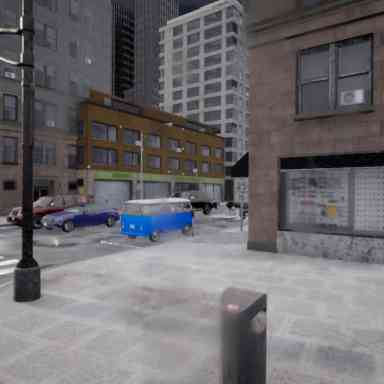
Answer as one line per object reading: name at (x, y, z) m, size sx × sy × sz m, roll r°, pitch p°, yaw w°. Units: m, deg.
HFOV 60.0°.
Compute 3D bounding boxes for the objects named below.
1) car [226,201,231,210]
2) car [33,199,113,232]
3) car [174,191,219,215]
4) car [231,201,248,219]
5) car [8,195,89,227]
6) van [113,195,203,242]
car at (5.458, 1.175, 35.369) m, size 1.895 × 1.301 × 4.718 m, roll 1°, pitch 1°, yaw 36°
car at (-6.177, 1.348, 18.926) m, size 1.812 × 1.442 × 4.674 m, roll 0°, pitch 1°, yaw 35°
car at (-0.405, 0.922, 27.082) m, size 2.150 × 2.045 × 5.566 m, roll 0°, pitch 1°, yaw 35°
car at (5.036, 1.279, 24.614) m, size 2.008 × 1.369 × 4.403 m, roll 1°, pitch 1°, yaw 35°
car at (-8.399, 1.120, 20.372) m, size 2.192 × 1.841 × 5.009 m, roll 1°, pitch 1°, yaw 35°
van at (-1.439, 1.207, 15.451) m, size 1.690 × 1.788 × 3.998 m, roll 1°, pitch 1°, yaw 35°
